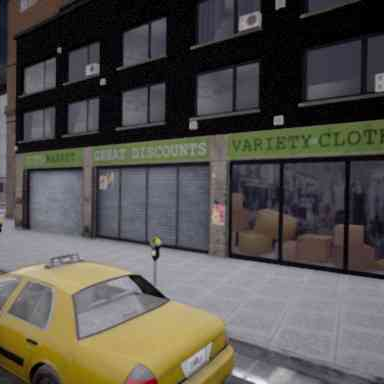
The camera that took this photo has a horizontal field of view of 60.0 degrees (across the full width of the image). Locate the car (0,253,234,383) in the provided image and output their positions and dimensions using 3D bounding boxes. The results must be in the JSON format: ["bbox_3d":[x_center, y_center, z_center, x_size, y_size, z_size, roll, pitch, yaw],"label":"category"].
[{"bbox_3d":[-1.836,1.491,4.400,4.829,1.417,1.752,1,1,35],"label":"car"}]

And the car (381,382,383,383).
[{"bbox_3d":[2.850,1.566,1.058,4.403,1.369,2.008,1,1,35],"label":"car"}]
